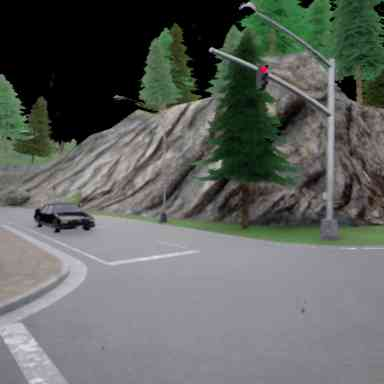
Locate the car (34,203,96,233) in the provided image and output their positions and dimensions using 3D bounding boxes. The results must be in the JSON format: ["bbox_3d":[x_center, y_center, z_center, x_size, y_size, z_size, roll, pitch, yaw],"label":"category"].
[{"bbox_3d":[-7.180,1.320,18.371,2.033,1.411,5.357,0,1,-40],"label":"car"}]
